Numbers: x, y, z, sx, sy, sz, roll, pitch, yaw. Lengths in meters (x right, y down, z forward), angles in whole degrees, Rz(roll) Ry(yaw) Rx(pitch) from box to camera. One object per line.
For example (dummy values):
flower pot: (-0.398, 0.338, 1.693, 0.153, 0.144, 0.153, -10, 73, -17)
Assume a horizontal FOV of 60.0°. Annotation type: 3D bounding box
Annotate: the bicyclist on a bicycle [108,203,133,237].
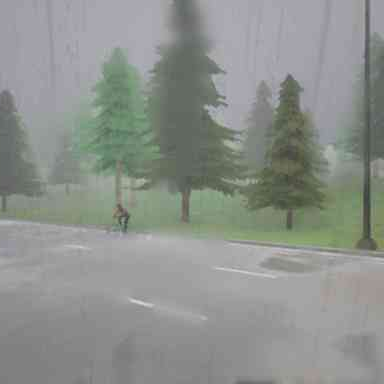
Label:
bicyclist on a bicycle: (-3.452, 1.373, 16.258, 0.582, 1.620, 1.656, 0, 0, 34)
